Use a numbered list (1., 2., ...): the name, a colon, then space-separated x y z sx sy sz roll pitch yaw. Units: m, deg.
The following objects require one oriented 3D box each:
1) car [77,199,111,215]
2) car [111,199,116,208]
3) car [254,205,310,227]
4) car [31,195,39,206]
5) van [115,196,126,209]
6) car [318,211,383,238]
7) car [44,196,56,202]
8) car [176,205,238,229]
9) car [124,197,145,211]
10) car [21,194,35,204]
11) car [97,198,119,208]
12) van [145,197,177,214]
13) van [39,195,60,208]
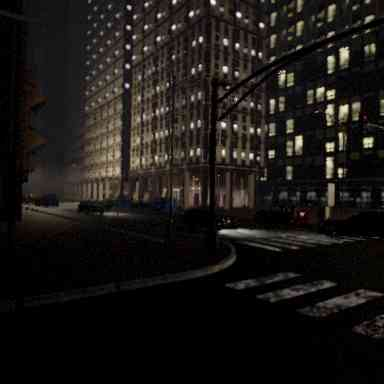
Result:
1. car: -10.184 1.503 33.396 2.008 1.369 4.403 2 -1 -35
2. car: -11.088 1.616 39.162 1.895 1.301 4.718 2 -1 -35
3. car: 6.455 1.638 24.419 1.967 1.590 4.097 2 -1 -35
4. car: -23.252 1.510 51.826 1.802 1.307 4.206 2 -1 -35
5. van: -9.879 1.502 47.460 1.690 1.788 3.998 2 -1 -35
6. car: 8.924 1.673 16.930 4.674 1.442 1.812 0 1 34
7. car: -36.022 1.707 84.319 1.802 1.307 4.206 2 -1 -35
8. car: 1.114 1.605 21.939 1.994 1.385 4.181 2 -1 -35
9. car: -6.616 1.718 42.849 2.008 1.369 4.403 2 -1 -35
10. car: -29.781 1.233 61.046 2.192 1.841 5.009 2 -1 -35
11. car: -13.151 1.721 52.064 1.947 1.339 4.313 2 -1 -35
12. van: -3.345 1.516 38.244 1.690 1.788 3.998 2 -1 -35
13. van: -19.980 1.274 47.222 1.690 1.788 3.998 2 -1 -35
